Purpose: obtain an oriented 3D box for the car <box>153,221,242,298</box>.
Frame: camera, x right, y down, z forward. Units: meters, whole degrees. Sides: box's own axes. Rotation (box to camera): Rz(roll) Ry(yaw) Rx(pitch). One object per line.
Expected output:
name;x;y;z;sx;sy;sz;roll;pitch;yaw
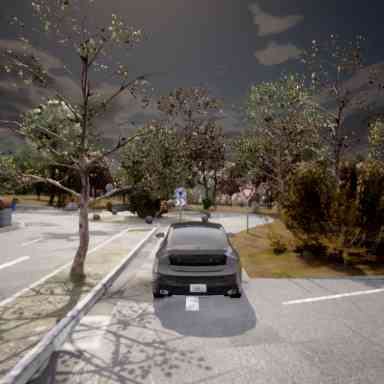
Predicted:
car;0.100;1.494;8.485;1.837;1.490;4.892;0;0;0
